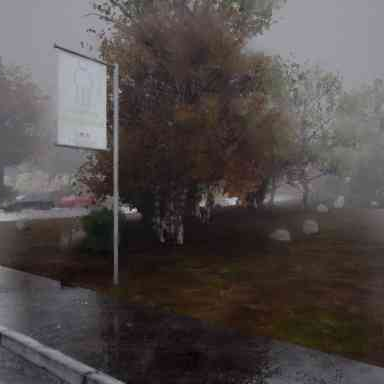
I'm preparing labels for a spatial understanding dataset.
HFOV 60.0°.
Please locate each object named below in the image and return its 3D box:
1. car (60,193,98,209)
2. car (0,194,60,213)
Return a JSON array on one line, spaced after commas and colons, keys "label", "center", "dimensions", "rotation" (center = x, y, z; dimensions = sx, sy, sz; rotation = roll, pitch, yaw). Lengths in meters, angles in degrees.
[{"label": "car", "center": [-15.682, 1.201, 45.924], "dimensions": [2.150, 2.045, 5.566], "rotation": [0, 0, 38]}, {"label": "car", "center": [-18.213, 1.216, 37.116], "dimensions": [2.150, 2.045, 5.566], "rotation": [0, 0, 39]}]
